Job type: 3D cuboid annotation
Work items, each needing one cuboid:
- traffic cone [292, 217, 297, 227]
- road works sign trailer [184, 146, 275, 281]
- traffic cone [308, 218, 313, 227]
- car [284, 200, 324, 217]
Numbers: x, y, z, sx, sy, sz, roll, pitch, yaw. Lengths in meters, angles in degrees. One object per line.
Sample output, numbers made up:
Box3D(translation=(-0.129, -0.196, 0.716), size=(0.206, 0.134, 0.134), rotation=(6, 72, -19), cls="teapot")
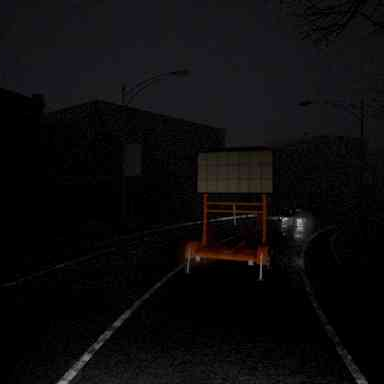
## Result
Box3D(translation=(6.748, 1.967, 21.914), size=(0.340, 0.580, 0.340), rotation=(1, 0, 23), cls="traffic cone")
Box3D(translation=(1.319, 0.460, 10.119), size=(2.380, 3.560, 2.880), rotation=(0, 0, 21), cls="road works sign trailer")
Box3D(translation=(7.669, 1.979, 21.525), size=(0.340, 0.580, 0.340), rotation=(1, 0, 23), cls="traffic cone")
Box3D(translation=(10.536, 1.508, 31.089), size=(4.892, 1.490, 1.837), rotation=(0, 0, -42), cls="car")
